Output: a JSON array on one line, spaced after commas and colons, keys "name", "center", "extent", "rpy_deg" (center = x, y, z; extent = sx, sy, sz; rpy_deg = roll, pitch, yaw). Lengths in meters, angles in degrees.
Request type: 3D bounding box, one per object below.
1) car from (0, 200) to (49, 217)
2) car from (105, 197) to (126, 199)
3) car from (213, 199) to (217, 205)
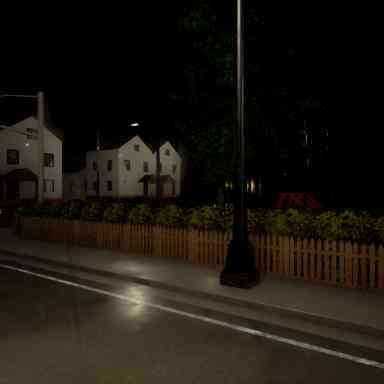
[{"name": "car", "center": [-15.053, 1.492, 30.683], "extent": [2.128, 1.511, 4.902], "rpy_deg": [0, 0, 35]}, {"name": "car", "center": [-9.399, 1.352, 38.848], "extent": [2.097, 1.767, 4.553], "rpy_deg": [0, 0, 35]}, {"name": "car", "center": [2.169, 1.548, 55.465], "extent": [2.033, 1.411, 5.357], "rpy_deg": [0, 0, 35]}]
